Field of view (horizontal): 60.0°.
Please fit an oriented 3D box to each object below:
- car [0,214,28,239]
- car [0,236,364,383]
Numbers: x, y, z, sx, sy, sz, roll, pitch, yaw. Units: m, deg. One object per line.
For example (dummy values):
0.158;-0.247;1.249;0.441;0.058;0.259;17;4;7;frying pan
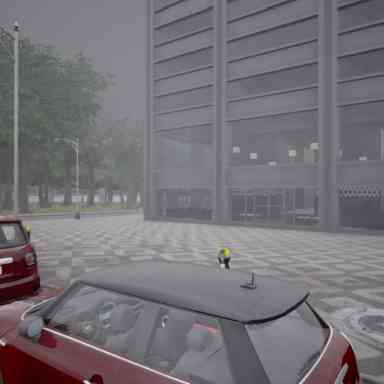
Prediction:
-5.015;1.315;6.528;5.009;1.841;2.192;0;0;35;car
-0.584;1.440;3.376;4.097;1.590;1.967;0;0;35;car
